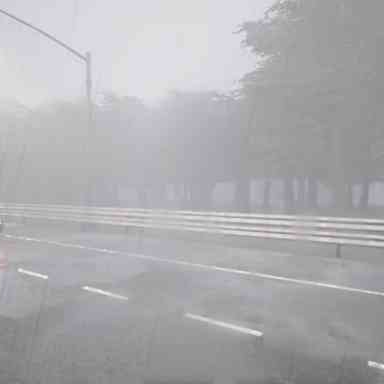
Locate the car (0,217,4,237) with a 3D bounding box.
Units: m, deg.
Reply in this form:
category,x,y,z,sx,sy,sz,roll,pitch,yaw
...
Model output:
category,x,y,z,sx,sy,sz,roll,pitch,yaw
car,-10.919,1.484,15.985,4.902,1.511,2.128,0,0,36
